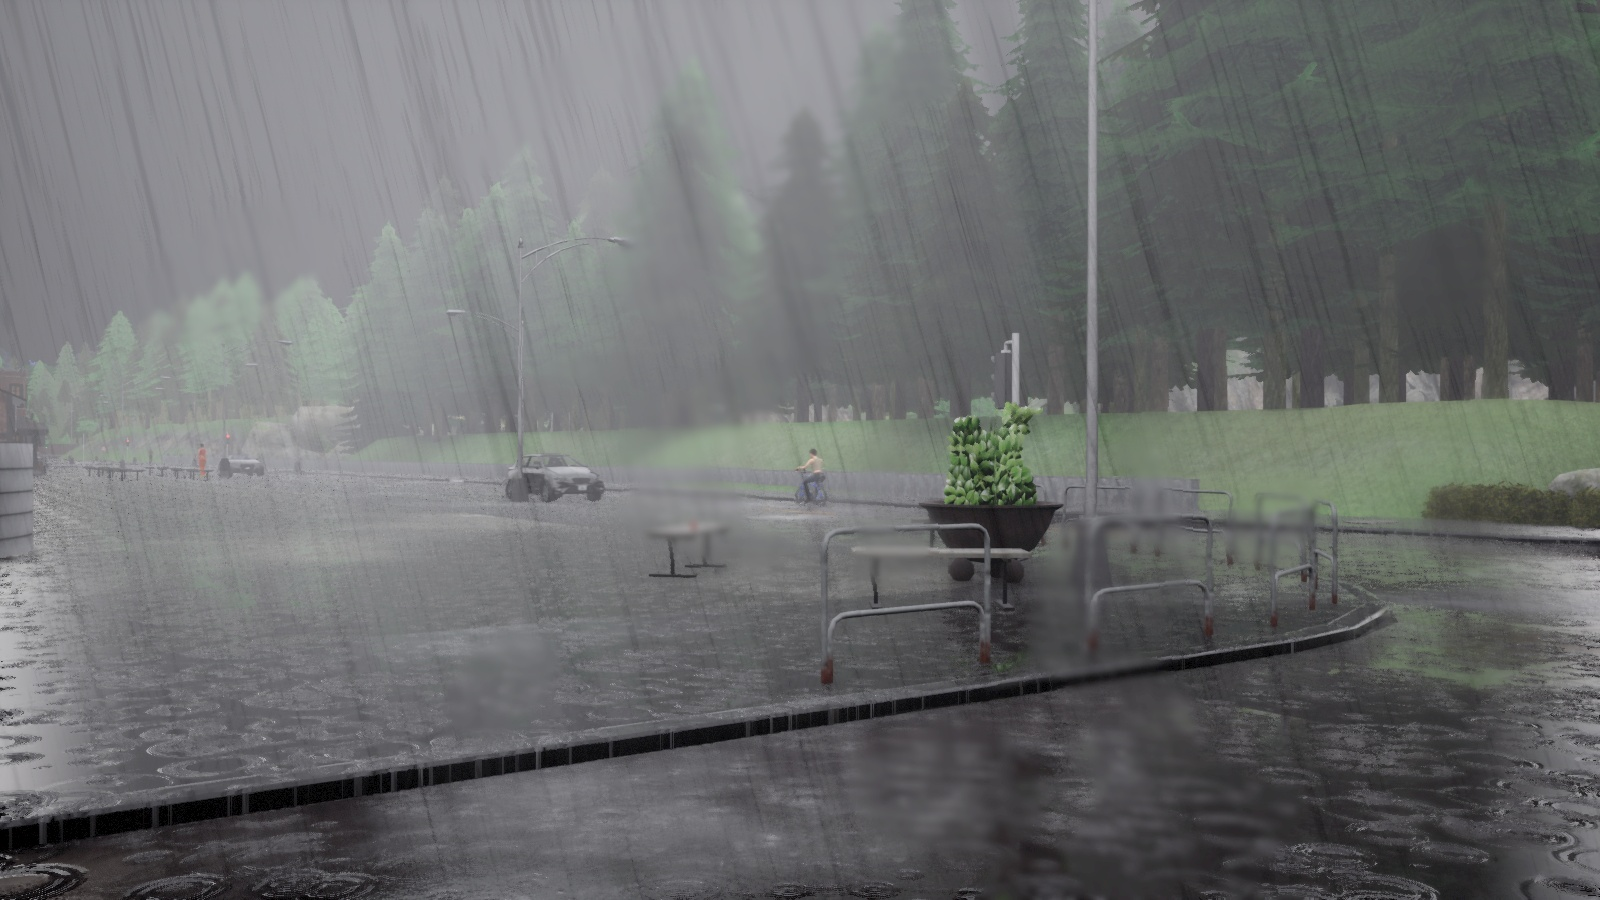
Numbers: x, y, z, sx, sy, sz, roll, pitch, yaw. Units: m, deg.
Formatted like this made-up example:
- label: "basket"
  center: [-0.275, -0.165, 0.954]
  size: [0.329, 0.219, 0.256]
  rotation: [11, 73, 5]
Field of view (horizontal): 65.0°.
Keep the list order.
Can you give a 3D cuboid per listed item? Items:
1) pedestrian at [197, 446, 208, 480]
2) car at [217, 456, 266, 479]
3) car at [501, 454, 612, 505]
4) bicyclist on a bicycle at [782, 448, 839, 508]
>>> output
- label: "pedestrian"
  center: [-32.539, 0.691, 68.365]
  size: [0.594, 1.836, 0.345]
  rotation: [0, 0, 45]
- label: "car"
  center: [-34.344, 1.070, 77.168]
  size: [1.994, 1.385, 4.181]
  rotation: [0, 0, -35]
- label: "car"
  center: [-7.624, 0.870, 39.027]
  size: [1.816, 1.474, 4.193]
  rotation: [0, 0, -35]
- label: "bicyclist on a bicycle"
  center: [0.279, 0.766, 34.724]
  size: [0.866, 1.612, 1.509]
  rotation: [0, 0, -35]
